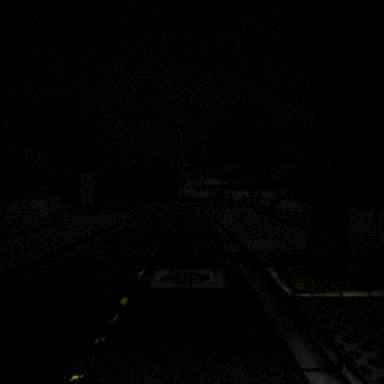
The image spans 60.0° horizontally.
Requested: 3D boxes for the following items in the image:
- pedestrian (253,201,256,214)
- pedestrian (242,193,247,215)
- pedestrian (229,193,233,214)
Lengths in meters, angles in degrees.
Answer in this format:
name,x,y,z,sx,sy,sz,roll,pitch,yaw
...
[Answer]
name,x,y,z,sx,sy,sz,roll,pitch,yaw
pedestrian,5.495,1.390,29.252,0.500,1.100,0.500,-3,3,0
pedestrian,4.495,1.013,28.629,0.375,1.860,0.375,-3,3,0
pedestrian,3.494,1.008,29.829,0.375,1.860,0.375,-3,3,0
